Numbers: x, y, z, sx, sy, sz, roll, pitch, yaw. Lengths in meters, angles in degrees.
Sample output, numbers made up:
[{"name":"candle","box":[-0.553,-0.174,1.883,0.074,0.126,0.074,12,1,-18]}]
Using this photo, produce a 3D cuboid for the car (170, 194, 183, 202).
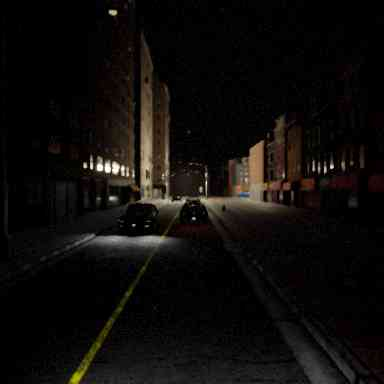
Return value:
[{"name":"car","box":[-2.754,1.086,60.519,1.837,1.490,4.892,0,0,1]}]

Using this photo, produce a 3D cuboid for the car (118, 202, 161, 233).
[{"name":"car","box":[-2.841,1.354,18.659,1.837,1.490,4.892,0,0,0]}]

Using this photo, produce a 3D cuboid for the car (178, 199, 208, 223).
[{"name":"car","box":[0.115,1.411,23.757,1.895,1.301,4.718,0,0,0]}]

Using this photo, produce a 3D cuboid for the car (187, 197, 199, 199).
[{"name":"car","box":[0.123,1.296,41.691,1.895,1.301,4.718,0,0,0]}]

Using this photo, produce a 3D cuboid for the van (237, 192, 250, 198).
[{"name":"van","box":[13.791,0.766,86.708,3.998,1.788,1.690,0,0,0]}]
